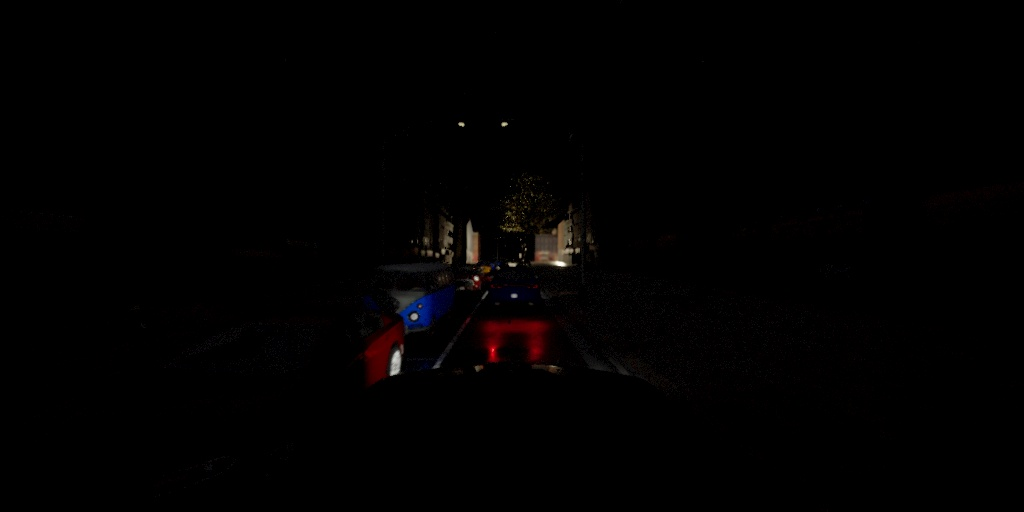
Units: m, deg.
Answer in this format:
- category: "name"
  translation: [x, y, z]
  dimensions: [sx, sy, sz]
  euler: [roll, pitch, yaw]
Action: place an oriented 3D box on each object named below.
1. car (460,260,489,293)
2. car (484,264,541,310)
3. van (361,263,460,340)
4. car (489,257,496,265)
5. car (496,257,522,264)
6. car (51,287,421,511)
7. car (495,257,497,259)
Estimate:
- category: "car"
  translation: [-2.628, 1.184, 20.826]
  dimensions: [1.967, 1.591, 4.097]
  euler: [0, 0, 0]
- category: "car"
  translation: [0.081, 1.224, 14.571]
  dimensions: [1.882, 1.535, 5.008]
  euler: [0, -1, 0]
- category: "van"
  translation: [-2.633, 1.088, 9.756]
  dimensions: [1.690, 1.789, 3.998]
  euler: [0, 0, 0]
- category: "car"
  translation: [-3.009, 1.202, 38.537]
  dimensions: [1.801, 1.575, 5.366]
  euler: [0, 0, 0]
- category: "car"
  translation: [0.080, 1.094, 28.417]
  dimensions: [2.097, 1.767, 4.553]
  euler: [0, 0, 0]
- category: "car"
  translation: [-2.635, 1.295, 4.220]
  dimensions: [1.888, 1.381, 4.507]
  euler: [0, 0, 0]
- category: "car"
  translation: [-2.996, 1.227, 45.350]
  dimensions: [1.882, 1.535, 5.008]
  euler: [0, 0, 0]
